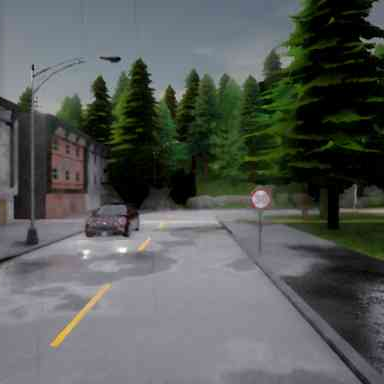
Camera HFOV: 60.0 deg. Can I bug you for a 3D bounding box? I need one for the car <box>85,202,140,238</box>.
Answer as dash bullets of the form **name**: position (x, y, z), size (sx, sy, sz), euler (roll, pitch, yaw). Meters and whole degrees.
- **car**: position (-4.100, 1.374, 17.777), size (2.097, 1.767, 4.553), euler (0, 0, 0)
